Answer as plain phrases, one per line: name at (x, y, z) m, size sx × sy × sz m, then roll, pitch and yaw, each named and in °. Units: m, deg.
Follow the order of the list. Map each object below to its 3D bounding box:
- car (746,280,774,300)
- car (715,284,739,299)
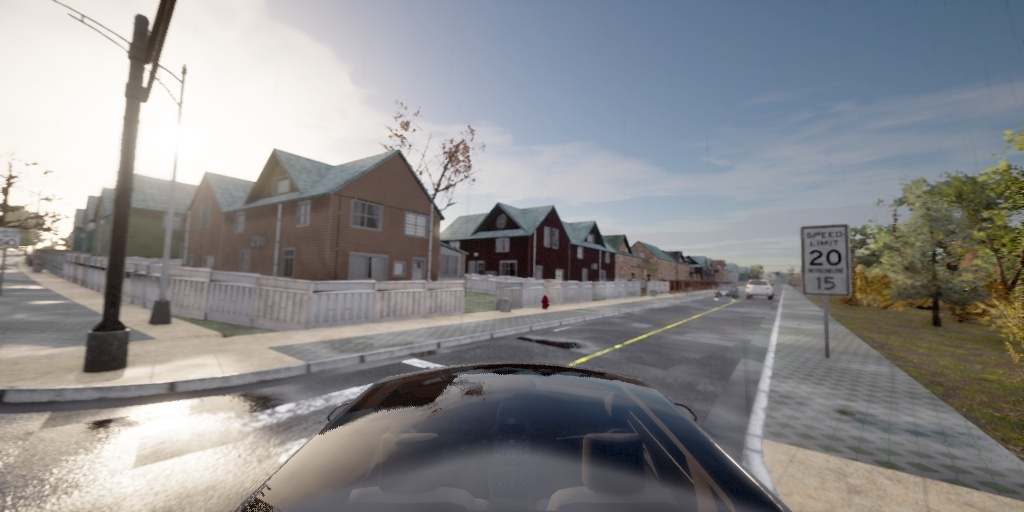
car at (26.373, 3.546, 38.154) m, size 2.150 × 2.045 × 5.566 m, roll -1°, pitch -4°, yaw 38°
car at (23.195, 3.773, 38.643) m, size 2.128 × 1.511 × 4.902 m, roll -1°, pitch -4°, yaw 37°
